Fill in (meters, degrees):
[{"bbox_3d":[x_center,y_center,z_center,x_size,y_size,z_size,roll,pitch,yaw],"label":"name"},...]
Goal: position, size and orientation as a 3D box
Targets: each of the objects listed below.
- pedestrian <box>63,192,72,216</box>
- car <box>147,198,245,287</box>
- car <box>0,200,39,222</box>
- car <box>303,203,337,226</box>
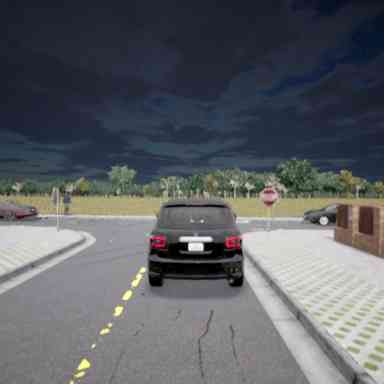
[{"bbox_3d":[-9.703,0.923,25.757,0.375,1.860,0.375,0,-1,0],"label":"pedestrian"},{"bbox_3d":[0.121,1.170,9.315,2.150,2.045,5.566,0,0,1],"label":"car"},{"bbox_3d":[-13.600,1.273,23.034,5.357,1.411,2.033,1,0,-5],"label":"car"},{"bbox_3d":[10.216,1.530,22.976,4.892,1.490,1.837,1,0,0],"label":"car"}]
